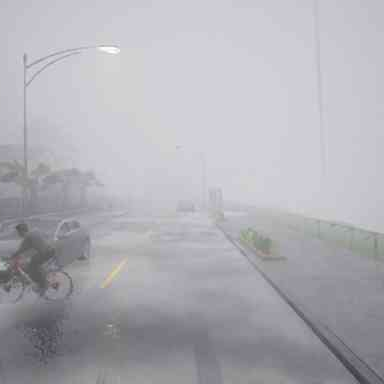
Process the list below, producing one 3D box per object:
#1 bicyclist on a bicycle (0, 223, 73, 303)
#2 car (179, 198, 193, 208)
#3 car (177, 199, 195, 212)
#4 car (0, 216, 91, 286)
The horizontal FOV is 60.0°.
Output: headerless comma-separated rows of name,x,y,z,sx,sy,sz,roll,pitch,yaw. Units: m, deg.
bicyclist on a bicycle,-3.249,1.454,6.720,1.656,1.620,0.582,-2,0,-1
car,-0.867,1.601,48.035,1.895,1.301,4.718,0,0,-1
car,-0.669,1.564,38.092,1.994,1.385,4.181,0,0,-1
car,-4.276,1.489,9.392,2.128,1.511,4.902,0,0,-2
